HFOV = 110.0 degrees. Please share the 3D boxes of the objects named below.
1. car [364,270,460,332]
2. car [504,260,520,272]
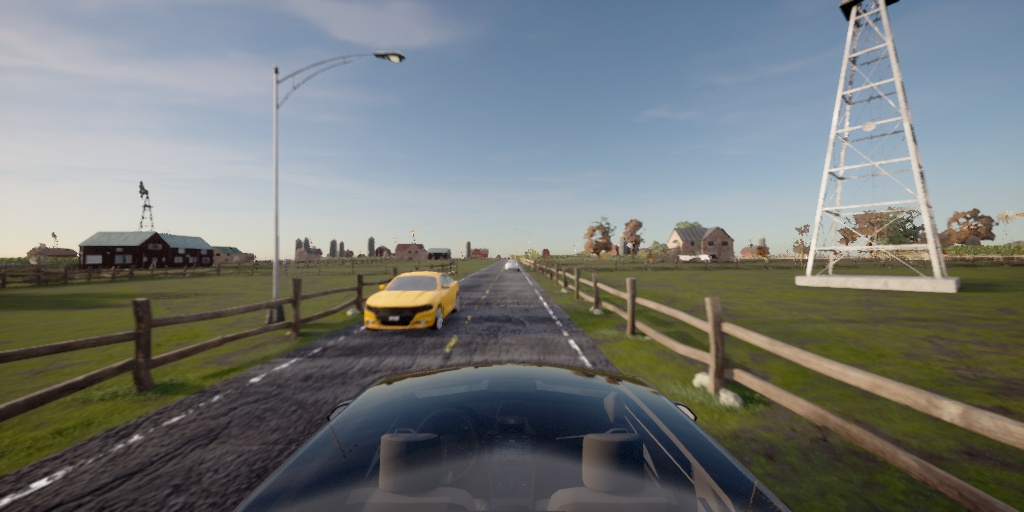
[{"bbox_3d":[-2.824,1.222,11.105,1.882,1.535,5.008,0,0,0],"label":"car"},{"bbox_3d":[0.000,1.252,46.199,1.812,1.442,4.674,0,0,0],"label":"car"}]
